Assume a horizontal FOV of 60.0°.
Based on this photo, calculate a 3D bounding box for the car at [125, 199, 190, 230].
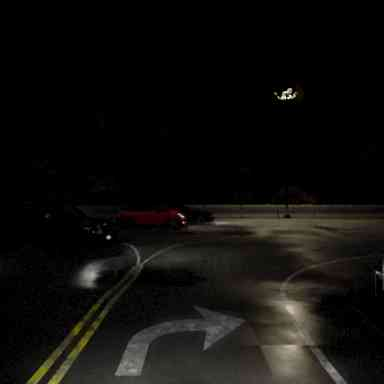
[{"bbox_3d":[-2.608,1.524,21.972,4.553,1.767,2.097,0,0,-1],"label":"car"}]

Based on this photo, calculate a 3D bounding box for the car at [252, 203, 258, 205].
[{"bbox_3d":[9.865,1.715,43.292,4.181,1.385,1.994,0,0,-1],"label":"car"}]

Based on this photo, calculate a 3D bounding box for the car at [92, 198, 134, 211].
[{"bbox_3d":[-10.187,1.629,43.100,5.008,1.535,1.882,0,0,-1],"label":"car"}]

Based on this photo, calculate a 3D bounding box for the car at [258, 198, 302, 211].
[{"bbox_3d":[10.751,1.507,39.801,4.553,1.767,2.097,0,0,-1],"label":"car"}]

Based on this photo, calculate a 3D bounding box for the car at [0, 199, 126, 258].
[{"bbox_3d":[-5.861,1.403,13.785,5.566,2.045,2.150,0,-1,18],"label":"car"}]

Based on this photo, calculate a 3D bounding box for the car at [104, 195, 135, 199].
[{"bbox_3d":[-9.320,1.378,39.606,5.566,2.045,2.150,0,0,-1],"label":"car"}]

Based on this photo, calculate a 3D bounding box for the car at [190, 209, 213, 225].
[{"bbox_3d":[-1.079,1.717,25.487,5.357,1.411,2.033,0,0,-1],"label":"car"}]
